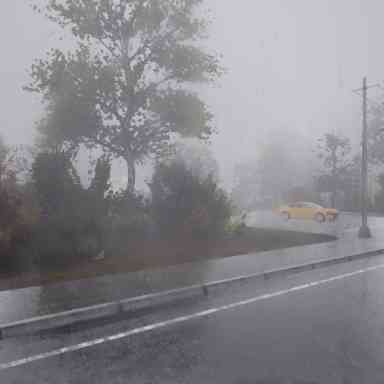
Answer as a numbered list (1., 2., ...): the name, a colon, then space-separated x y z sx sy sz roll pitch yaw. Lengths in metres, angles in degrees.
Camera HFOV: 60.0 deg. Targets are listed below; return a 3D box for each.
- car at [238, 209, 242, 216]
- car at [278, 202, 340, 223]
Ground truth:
1. car: 2.976 1.584 34.329 2.097 1.767 4.553 0 -1 -43
2. car: 9.308 1.566 26.838 1.882 1.535 5.008 0 -1 -39
